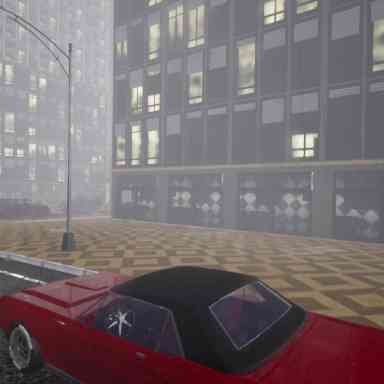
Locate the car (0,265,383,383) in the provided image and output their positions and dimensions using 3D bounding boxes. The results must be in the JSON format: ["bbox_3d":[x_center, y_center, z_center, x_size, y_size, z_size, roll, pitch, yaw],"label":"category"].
[{"bbox_3d":[-0.351,1.600,3.939,4.718,1.301,1.895,0,0,36],"label":"car"}]

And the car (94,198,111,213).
[{"bbox_3d":[-8.949,1.828,39.957,1.752,1.417,4.829,1,0,37],"label":"car"}]

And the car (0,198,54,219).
[{"bbox_3d":[-15.766,1.517,30.760,2.192,1.841,5.009,1,0,37],"label":"car"}]

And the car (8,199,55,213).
[{"bbox_3d":[-19.244,1.641,40.143,1.752,1.417,4.829,1,0,37],"label":"car"}]

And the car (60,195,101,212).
[{"bbox_3d":[-14.086,1.424,42.723,2.150,2.045,5.566,1,0,37],"label":"car"}]
